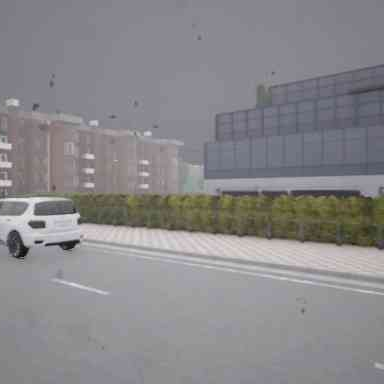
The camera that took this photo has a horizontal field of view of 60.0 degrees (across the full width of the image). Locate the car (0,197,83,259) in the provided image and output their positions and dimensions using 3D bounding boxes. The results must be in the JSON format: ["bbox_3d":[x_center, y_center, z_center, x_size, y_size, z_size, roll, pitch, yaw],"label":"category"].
[{"bbox_3d":[-6.567,1.223,12.922,5.566,2.045,2.150,0,0,36],"label":"car"}]
